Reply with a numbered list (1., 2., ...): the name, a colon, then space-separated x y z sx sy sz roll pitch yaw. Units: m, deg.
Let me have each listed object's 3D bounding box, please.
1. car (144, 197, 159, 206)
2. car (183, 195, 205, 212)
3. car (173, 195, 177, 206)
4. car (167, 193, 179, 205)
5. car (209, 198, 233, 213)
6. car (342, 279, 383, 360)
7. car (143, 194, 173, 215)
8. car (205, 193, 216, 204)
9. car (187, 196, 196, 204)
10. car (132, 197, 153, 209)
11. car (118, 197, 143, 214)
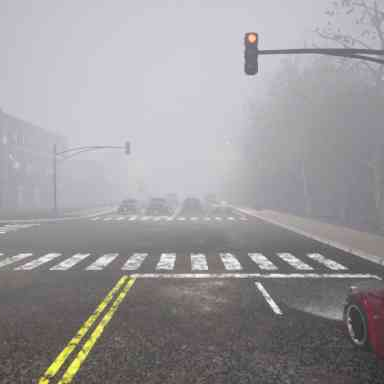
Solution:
1. car: -6.683 1.505 55.239 1.812 1.442 4.674 0 0 0
2. car: 0.025 1.339 38.095 2.097 1.767 4.553 0 0 0
3. car: -3.423 1.532 43.615 2.033 1.411 5.357 0 0 1
4. car: -3.428 1.200 55.274 2.150 2.045 5.566 0 0 1
5. car: 3.278 1.589 36.347 1.895 1.301 4.718 0 0 0
6. car: 3.346 1.563 3.541 1.994 1.385 4.181 0 0 0
7. car: -3.412 1.341 34.141 2.097 1.767 4.553 0 0 0
8. car: 3.230 1.199 61.008 2.150 2.045 5.566 0 0 0
9. car: -0.129 1.500 66.441 1.812 1.442 4.674 0 0 0
10. car: -6.676 1.476 45.106 2.128 1.511 4.902 0 0 0
11. car: -6.663 1.494 35.682 1.837 1.490 4.892 0 0 0
